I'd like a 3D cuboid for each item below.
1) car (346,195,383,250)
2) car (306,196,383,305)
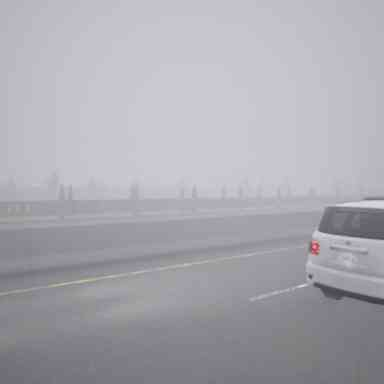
[{"bbox_3d":[9.369,1.174,14.717,5.566,2.045,2.150,0,0,-35],"label":"car"},{"bbox_3d":[4.804,1.198,7.189,5.566,2.045,2.150,0,0,-36],"label":"car"}]
